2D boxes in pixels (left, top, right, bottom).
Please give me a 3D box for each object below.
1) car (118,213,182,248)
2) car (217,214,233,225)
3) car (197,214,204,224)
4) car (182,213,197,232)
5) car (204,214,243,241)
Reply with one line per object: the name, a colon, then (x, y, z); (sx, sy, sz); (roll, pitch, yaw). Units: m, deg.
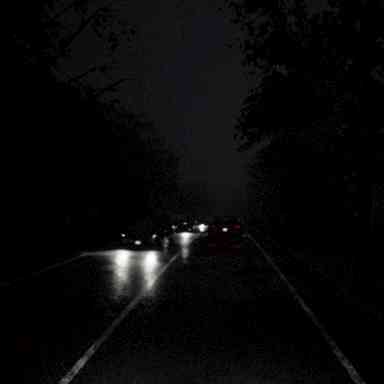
car: (-2.049, 1.898, 16.869); (2.033, 1.411, 5.357); (1, -3, 6)
car: (4.397, 3.617, 44.194); (1.994, 1.385, 4.181); (1, -3, 7)
car: (0.760, 3.589, 43.748); (1.895, 1.301, 4.718); (1, -3, 6)
car: (-0.977, 2.482, 27.435); (1.812, 1.442, 4.674); (1, -3, 6)
car: (1.993, 2.129, 20.024); (1.994, 1.385, 4.181); (1, -3, 6)
